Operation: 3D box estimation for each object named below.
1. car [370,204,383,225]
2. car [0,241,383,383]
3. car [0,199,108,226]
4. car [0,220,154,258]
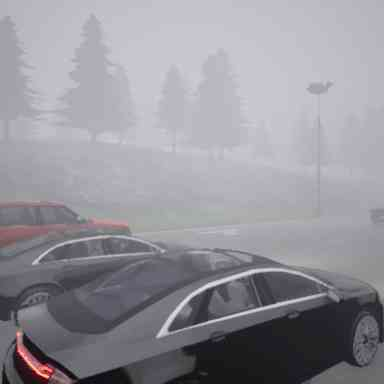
[{"bbox_3d":[13.939,1.429,22.293,5.008,1.535,1.882,0,0,-36],"label":"car"},{"bbox_3d":[0.493,1.487,4.098,4.902,1.511,2.128,0,0,-36],"label":"car"},{"bbox_3d":[-4.310,1.220,9.271,5.566,2.045,2.150,0,0,-36],"label":"car"},{"bbox_3d":[-1.786,1.488,6.772,4.902,1.511,2.128,0,0,-36],"label":"car"}]
